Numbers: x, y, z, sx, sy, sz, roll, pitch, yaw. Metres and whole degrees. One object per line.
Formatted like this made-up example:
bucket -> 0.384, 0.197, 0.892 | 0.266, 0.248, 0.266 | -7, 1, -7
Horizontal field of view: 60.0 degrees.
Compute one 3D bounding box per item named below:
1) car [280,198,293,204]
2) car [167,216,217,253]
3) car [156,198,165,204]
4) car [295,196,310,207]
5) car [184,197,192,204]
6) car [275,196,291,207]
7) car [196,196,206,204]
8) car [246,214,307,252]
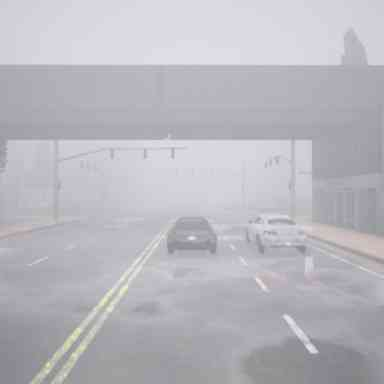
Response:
car -> 22.184, 2.128, 78.274 | 1.970, 1.475, 3.806 | 0, -1, 0
car -> 0.005, 1.699, 14.295 | 1.994, 1.385, 4.181 | 0, 0, 0
car -> -8.080, 2.359, 86.205 | 1.994, 1.385, 4.181 | 0, -1, 0
car -> 19.533, 1.725, 60.801 | 1.905, 1.878, 3.866 | 0, -1, 0
car -> -1.089, 2.368, 87.655 | 1.895, 1.301, 4.718 | 0, -1, 0
car -> 16.639, 1.723, 60.846 | 1.932, 1.855, 4.605 | 0, -1, 0
car -> 2.411, 1.999, 87.684 | 2.150, 2.045, 5.566 | 0, -1, 0
car -> 3.507, 1.661, 14.375 | 1.812, 1.442, 4.674 | 0, 0, 0
